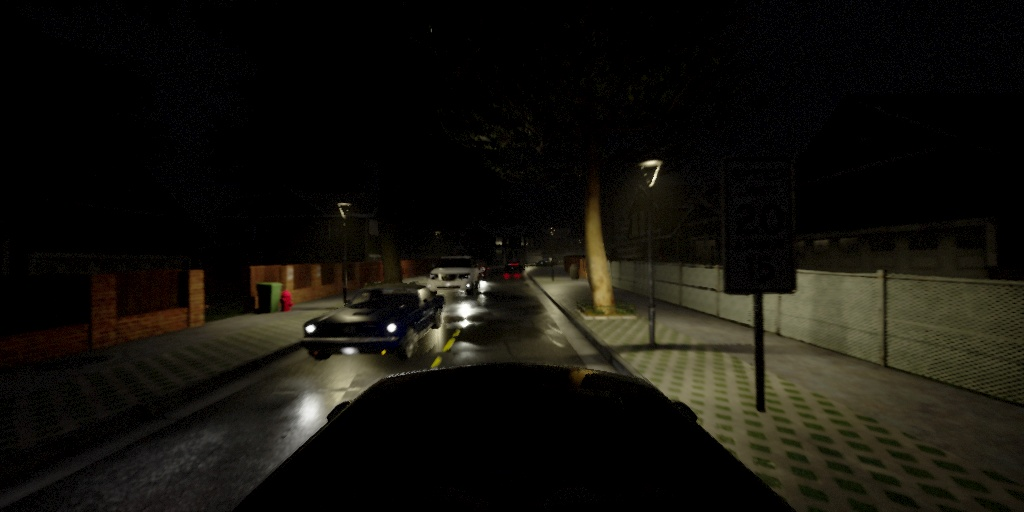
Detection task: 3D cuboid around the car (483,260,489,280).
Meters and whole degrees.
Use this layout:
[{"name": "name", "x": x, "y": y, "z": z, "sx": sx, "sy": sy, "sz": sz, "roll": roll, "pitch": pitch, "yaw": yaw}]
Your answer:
[{"name": "car", "x": -3.115, "y": 1.045, "z": 30.368, "sx": 2.097, "sy": 1.767, "sz": 4.553, "roll": -1, "pitch": 0, "yaw": 0}]

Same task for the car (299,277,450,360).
[{"name": "car", "x": -2.907, "y": 1.374, "z": 8.568, "sx": 1.895, "sy": 1.301, "sz": 4.718, "roll": -1, "pitch": 0, "yaw": -1}]

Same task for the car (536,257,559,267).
[{"name": "car", "x": 5.133, "y": 0.883, "z": 51.268, "sx": 1.994, "sy": 1.385, "sz": 4.181, "roll": -1, "pitch": 1, "yaw": 31}]

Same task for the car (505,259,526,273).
[{"name": "car", "x": 0.405, "y": 1.049, "z": 40.536, "sx": 2.128, "sy": 1.511, "sz": 4.902, "roll": -1, "pitch": 1, "yaw": 9}]

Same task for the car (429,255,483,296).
[{"name": "car", "x": -3.033, "y": 0.975, "z": 19.599, "sx": 2.150, "sy": 2.045, "sz": 5.566, "roll": -1, "pitch": 0, "yaw": -1}]
